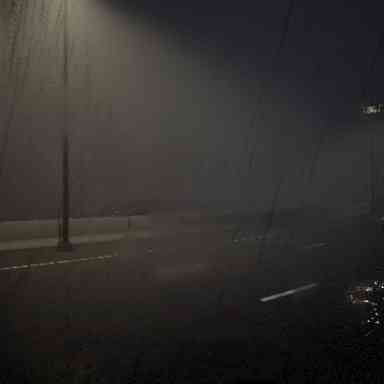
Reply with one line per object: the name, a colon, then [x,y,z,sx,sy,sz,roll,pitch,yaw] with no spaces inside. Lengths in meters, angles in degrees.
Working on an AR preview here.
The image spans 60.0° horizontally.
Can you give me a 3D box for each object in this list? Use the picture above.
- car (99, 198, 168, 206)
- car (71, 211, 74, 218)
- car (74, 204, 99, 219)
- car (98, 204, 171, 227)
car: [-4.304,1.535,27.100,5.566,2.045,2.150,0,-1,-40]
car: [-9.077,1.871,32.246,5.008,1.535,1.882,1,-1,-39]
car: [-7.444,1.876,29.083,4.674,1.442,1.812,0,-1,-39]
car: [-3.749,1.791,23.096,4.674,1.442,1.812,0,-1,-38]
